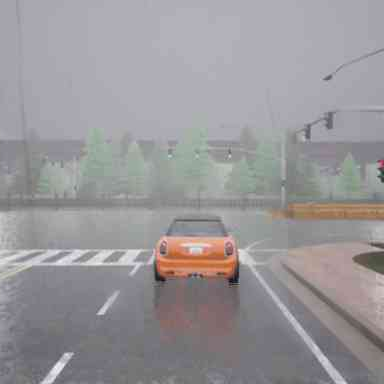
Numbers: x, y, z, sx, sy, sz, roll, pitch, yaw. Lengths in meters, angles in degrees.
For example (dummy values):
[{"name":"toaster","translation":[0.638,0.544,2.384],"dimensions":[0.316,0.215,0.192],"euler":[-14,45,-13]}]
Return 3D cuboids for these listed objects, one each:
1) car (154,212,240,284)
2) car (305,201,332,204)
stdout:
[{"name":"car","translation":[0.243,1.407,9.949],"dimensions":[2.097,1.767,4.553],"euler":[0,0,4]},{"name":"car","translation":[12.613,1.701,34.308],"dimensions":[4.892,1.490,1.837],"euler":[0,0,-1]}]
